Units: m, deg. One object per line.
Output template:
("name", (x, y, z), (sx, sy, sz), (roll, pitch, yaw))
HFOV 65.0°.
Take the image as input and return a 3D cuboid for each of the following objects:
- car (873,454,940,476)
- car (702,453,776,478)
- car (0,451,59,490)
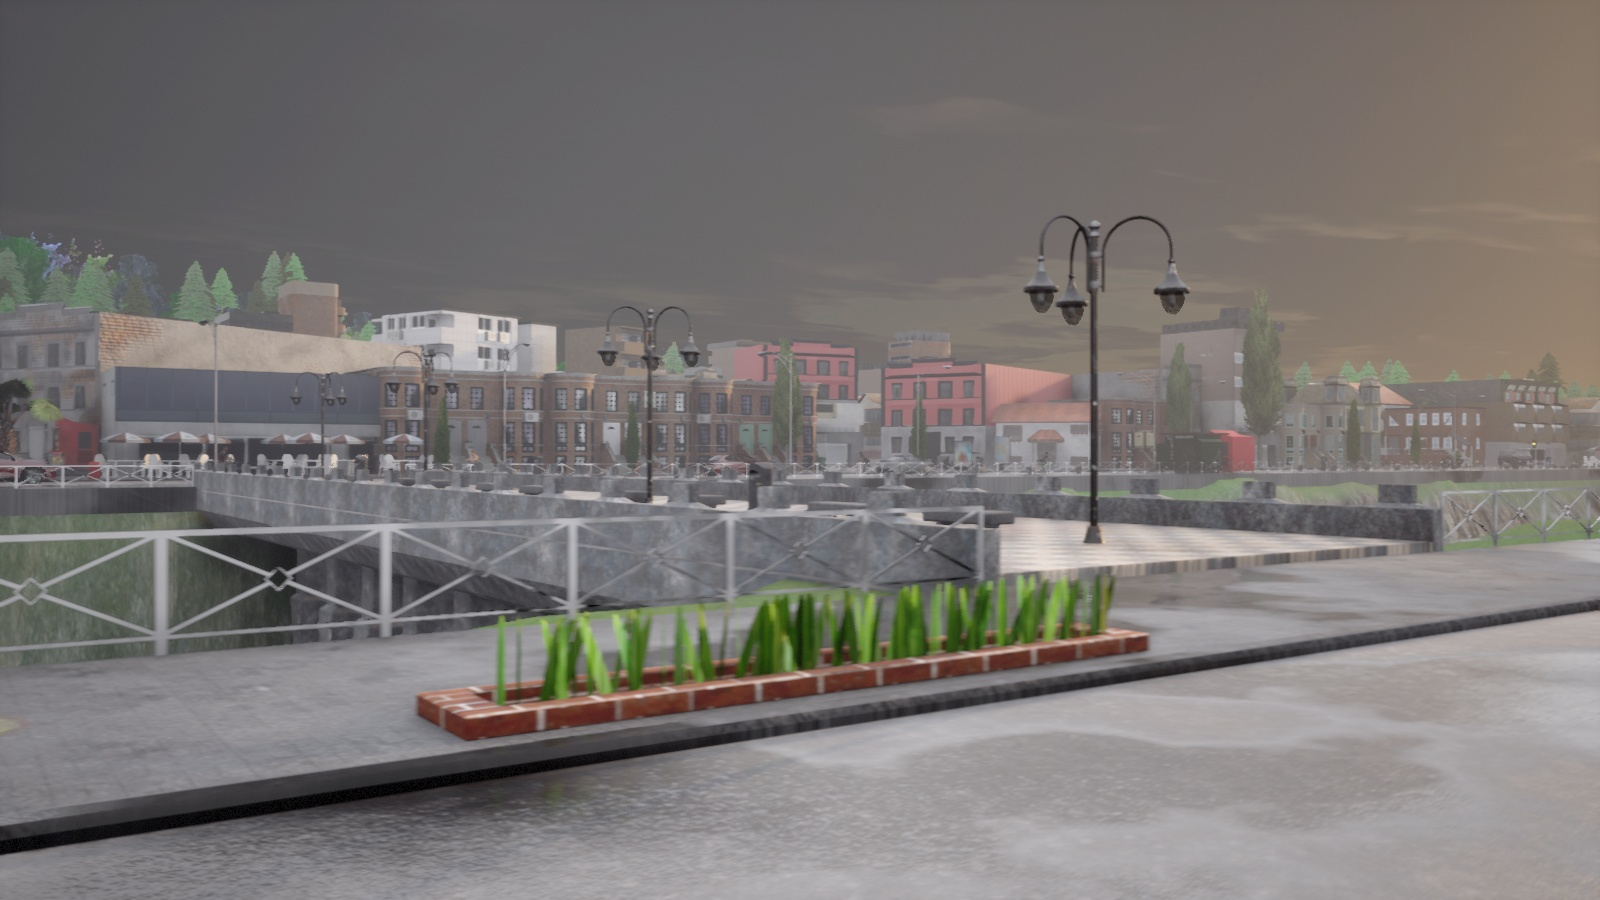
("car", (7.198, 1.000, 84.442), (4.181, 1.385, 1.994), (0, 0, -35))
("car", (-3.730, 0.955, 76.832), (4.193, 1.474, 1.816), (0, 0, -35))
("car", (-35.274, 0.884, 54.863), (4.856, 1.649, 2.033), (0, 0, -35))
